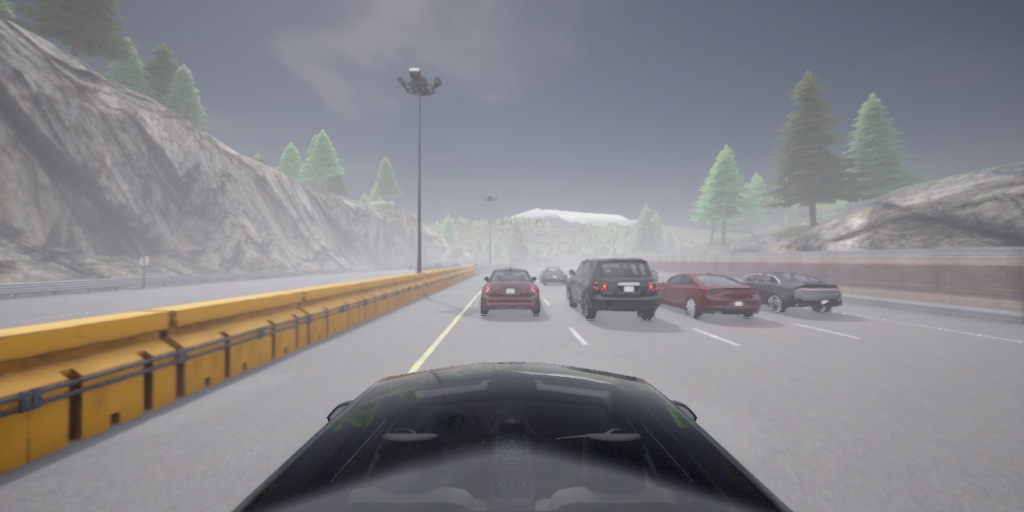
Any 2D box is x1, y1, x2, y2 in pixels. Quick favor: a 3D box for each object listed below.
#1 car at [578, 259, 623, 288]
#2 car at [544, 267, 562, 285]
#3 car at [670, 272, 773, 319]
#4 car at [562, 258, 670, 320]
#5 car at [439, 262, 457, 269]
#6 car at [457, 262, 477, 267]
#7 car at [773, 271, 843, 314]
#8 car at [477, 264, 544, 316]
[{"bbox_3d":[6.801,1.228,28.245,2.150,2.045,5.566,0,0,1],"label":"car"},{"bbox_3d":[3.332,1.584,29.531,1.994,1.385,4.181,0,0,1],"label":"car"},{"bbox_3d":[6.940,1.340,13.460,1.882,1.535,5.008,0,-1,0],"label":"car"},{"bbox_3d":[3.439,1.084,13.225,2.150,2.045,5.566,0,0,0],"label":"car"},{"bbox_3d":[-10.626,1.828,63.371,1.882,1.535,5.008,0,-1,13],"label":"car"},{"bbox_3d":[-7.225,1.834,62.520,2.128,1.511,4.902,0,-1,13],"label":"car"},{"bbox_3d":[10.439,1.362,14.414,2.128,1.511,4.902,0,-1,0],"label":"car"},{"bbox_3d":[-0.059,1.223,14.207,2.097,1.767,4.553,0,-1,0],"label":"car"}]
